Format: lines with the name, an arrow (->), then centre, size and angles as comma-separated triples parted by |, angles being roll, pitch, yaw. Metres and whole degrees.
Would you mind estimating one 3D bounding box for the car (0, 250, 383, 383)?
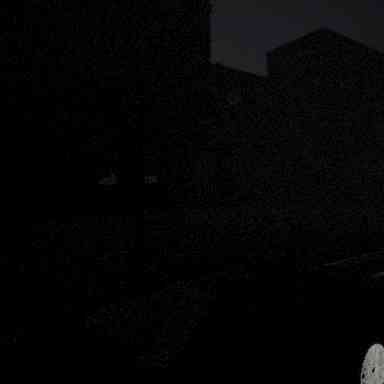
car -> 0.183, 1.457, 3.386 | 5.008, 1.535, 1.882 | -1, 0, -35
